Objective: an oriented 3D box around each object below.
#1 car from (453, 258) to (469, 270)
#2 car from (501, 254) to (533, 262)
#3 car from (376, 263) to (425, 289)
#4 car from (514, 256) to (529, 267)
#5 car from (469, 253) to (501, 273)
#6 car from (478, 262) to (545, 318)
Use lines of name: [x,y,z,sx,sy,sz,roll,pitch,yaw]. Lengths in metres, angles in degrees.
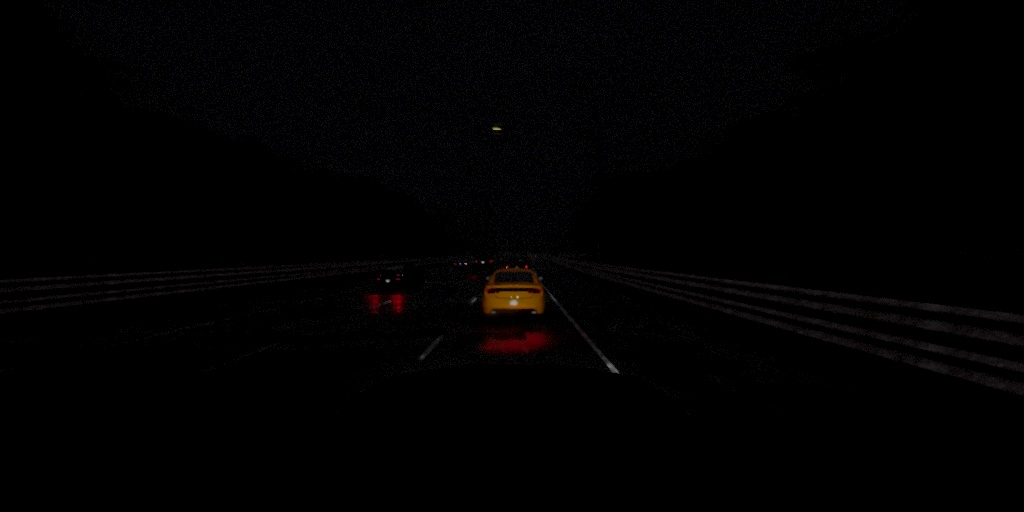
car: [-5.979,0.982,44.795,2.033,1.411,5.357,0,0,3]
car: [0.454,0.904,30.507,2.097,1.767,4.553,0,0,2]
car: [-6.677,1.137,21.727,1.812,1.442,4.674,0,0,1]
car: [1.572,0.836,56.400,2.128,1.511,4.902,0,0,3]
car: [-2.740,0.715,37.783,2.150,2.045,5.566,0,1,2]
car: [0.078,1.157,12.597,1.882,1.535,5.008,0,0,1]
